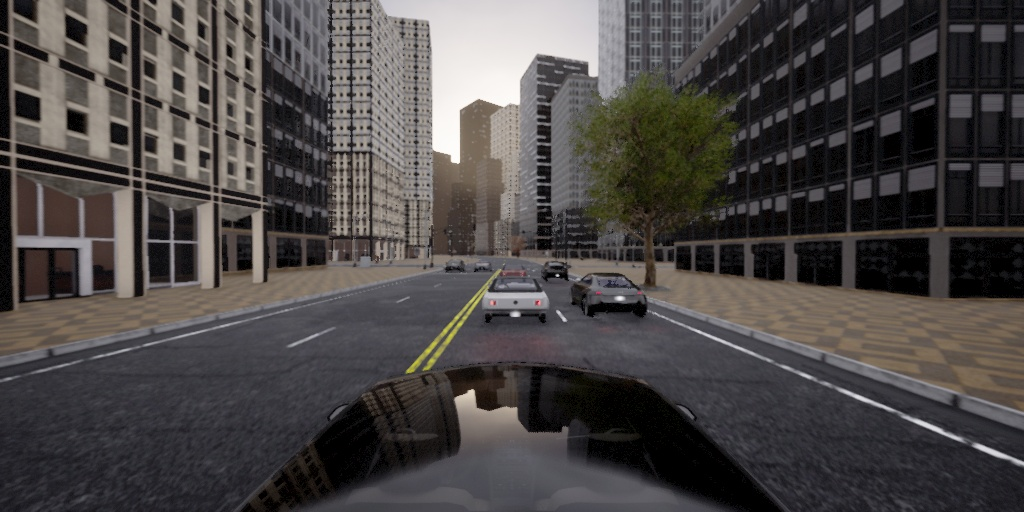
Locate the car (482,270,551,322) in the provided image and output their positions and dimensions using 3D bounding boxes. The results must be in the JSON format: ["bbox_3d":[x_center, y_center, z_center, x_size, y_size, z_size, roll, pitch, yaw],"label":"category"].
[{"bbox_3d":[0.098,1.320,12.134,1.895,1.301,4.718,0,0,0],"label":"car"}]

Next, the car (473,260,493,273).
[{"bbox_3d":[-3.308,1.175,41.655,1.994,1.385,4.181,0,0,0],"label":"car"}]

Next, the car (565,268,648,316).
[{"bbox_3d":[3.348,1.280,13.124,1.994,1.385,4.181,0,0,0],"label":"car"}]

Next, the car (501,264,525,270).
[{"bbox_3d":[0.093,1.267,27.513,1.895,1.301,4.718,0,0,0],"label":"car"}]

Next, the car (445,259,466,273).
[{"bbox_3d":[-6.556,1.115,41.718,1.837,1.490,4.892,0,0,0],"label":"car"}]

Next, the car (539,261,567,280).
[{"bbox_3d":[3.343,1.166,28.732,1.837,1.490,4.892,0,0,0],"label":"car"}]
